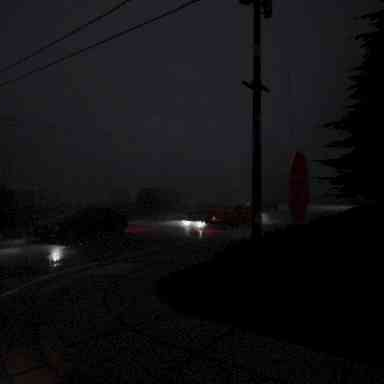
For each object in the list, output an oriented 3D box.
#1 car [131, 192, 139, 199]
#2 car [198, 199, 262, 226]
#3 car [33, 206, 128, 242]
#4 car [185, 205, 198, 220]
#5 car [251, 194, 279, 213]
[{"bbox_3d":[-14.751,1.030,87.188,3.866,1.878,1.905,-2,6,-11],"label":"car"},{"bbox_3d":[2.725,1.491,22.645,1.882,1.535,5.008,0,0,33],"label":"car"},{"bbox_3d":[-5.410,1.485,16.763,1.882,1.535,5.008,0,0,33],"label":"car"},{"bbox_3d":[1.204,1.570,27.040,1.994,1.385,4.181,0,0,32],"label":"car"},{"bbox_3d":[8.110,1.225,37.737,2.150,2.045,5.566,0,0,33],"label":"car"}]
